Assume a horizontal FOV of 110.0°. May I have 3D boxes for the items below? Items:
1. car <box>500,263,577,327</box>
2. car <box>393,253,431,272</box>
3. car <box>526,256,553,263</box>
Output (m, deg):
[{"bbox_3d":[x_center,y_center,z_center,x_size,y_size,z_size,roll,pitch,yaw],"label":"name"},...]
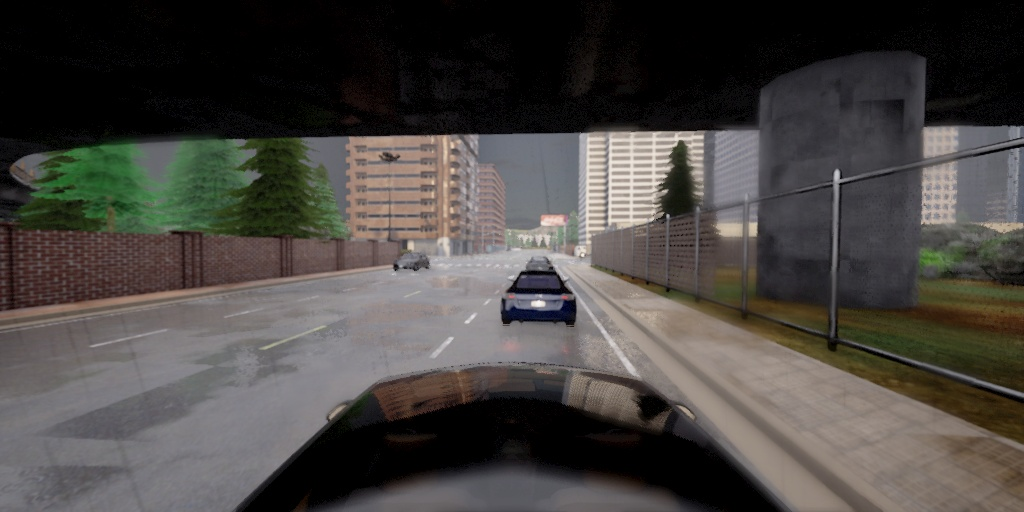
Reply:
[{"bbox_3d":[0.786,1.088,10.715,1.994,1.385,4.181,0,1,4],"label":"car"},{"bbox_3d":[-8.322,0.481,30.100,2.128,1.511,4.902,0,1,5],"label":"car"},{"bbox_3d":[1.983,0.710,25.910,1.994,1.385,4.181,0,1,5],"label":"car"}]
